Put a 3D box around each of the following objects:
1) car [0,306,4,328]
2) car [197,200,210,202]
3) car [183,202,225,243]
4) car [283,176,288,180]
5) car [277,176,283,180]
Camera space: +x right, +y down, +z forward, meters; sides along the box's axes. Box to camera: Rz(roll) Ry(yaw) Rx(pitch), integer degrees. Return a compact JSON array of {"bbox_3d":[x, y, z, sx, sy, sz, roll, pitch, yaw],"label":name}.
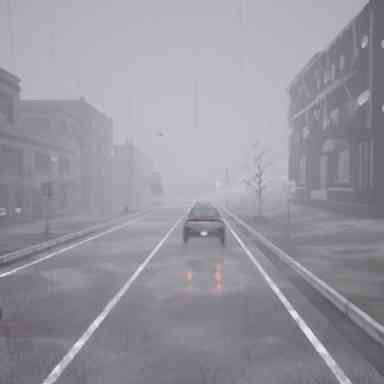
[{"bbox_3d":[-3.541,1.532,2.227,2.033,1.411,5.357,0,0,1],"label":"car"},{"bbox_3d":[1.239,1.584,37.081,1.895,1.301,4.718,0,0,2],"label":"car"},{"bbox_3d":[0.571,1.485,16.065,2.128,1.511,4.902,0,0,2],"label":"car"},{"bbox_3d":[25.617,-3.718,84.435,2.185,1.767,4.553,0,1,-3],"label":"car"},{"bbox_3d":[25.326,-3.697,89.953,2.097,1.535,5.008,0,1,-2],"label":"car"}]
